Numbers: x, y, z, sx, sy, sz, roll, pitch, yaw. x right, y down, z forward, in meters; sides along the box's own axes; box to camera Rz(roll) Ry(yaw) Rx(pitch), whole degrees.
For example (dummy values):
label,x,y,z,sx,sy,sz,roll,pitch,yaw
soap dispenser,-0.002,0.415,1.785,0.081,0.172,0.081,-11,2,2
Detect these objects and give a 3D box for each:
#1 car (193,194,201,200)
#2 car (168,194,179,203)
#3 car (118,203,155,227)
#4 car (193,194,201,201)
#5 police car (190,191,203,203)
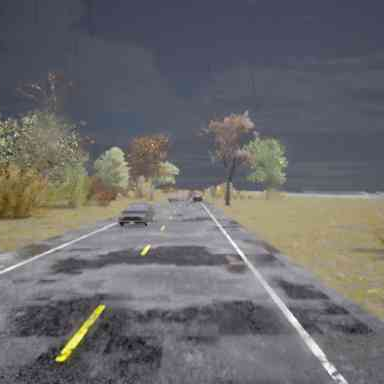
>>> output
label,x,y,z,sx,sy,sz,roll,pitch,yaw
car,1.095,1.152,79.879,1.837,1.490,4.892,0,0,0
car,-3.500,1.205,63.258,1.882,1.535,5.008,0,0,0
car,-3.594,1.454,22.532,2.033,1.411,5.357,0,0,0
car,1.080,1.201,73.880,1.812,1.442,4.674,0,0,0
police car,1.067,1.148,63.995,1.930,1.638,5.238,0,0,0
